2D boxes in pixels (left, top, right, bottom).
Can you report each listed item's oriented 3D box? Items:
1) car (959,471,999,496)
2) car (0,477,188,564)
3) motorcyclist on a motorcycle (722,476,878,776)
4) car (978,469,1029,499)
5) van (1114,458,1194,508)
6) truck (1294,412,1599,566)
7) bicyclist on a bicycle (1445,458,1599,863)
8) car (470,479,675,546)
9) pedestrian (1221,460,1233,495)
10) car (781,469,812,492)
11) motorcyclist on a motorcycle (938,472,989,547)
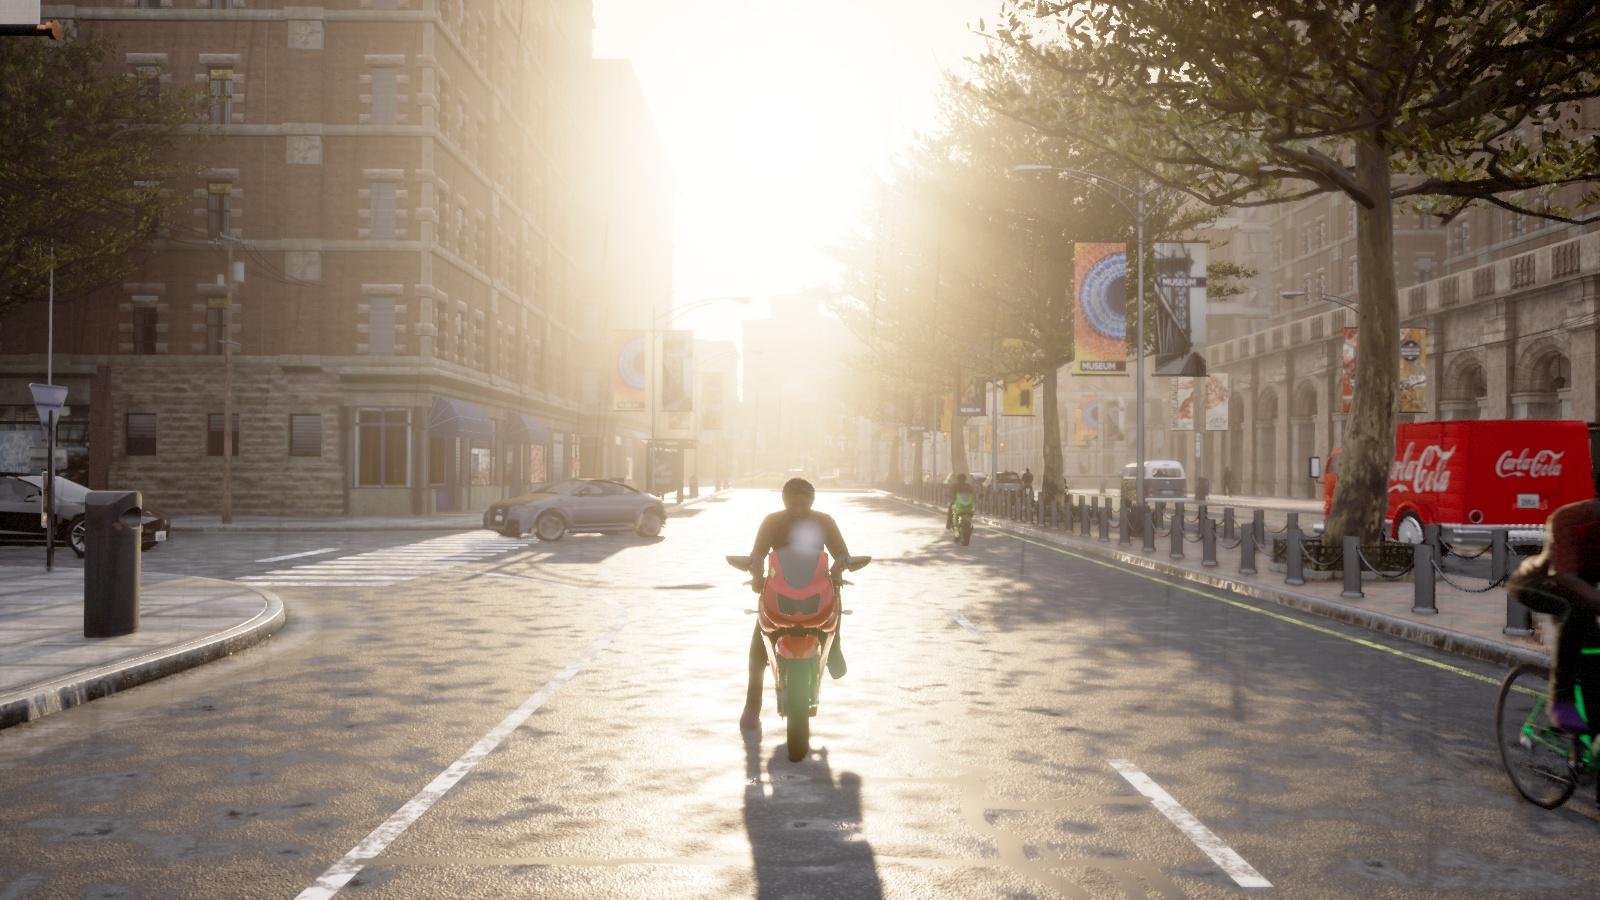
[{"bbox_3d":[11.291,2.105,79.474,1.837,1.490,4.892,0,-1,0],"label":"car"},{"bbox_3d":[-14.050,1.253,22.836,4.792,1.488,2.163,0,-1,-1],"label":"car"},{"bbox_3d":[-0.005,0.922,7.471,0.797,1.523,2.044,0,-1,0],"label":"motorcyclist on a motorcycle"},{"bbox_3d":[11.311,1.873,70.087,2.033,1.649,4.856,0,-1,0],"label":"car"},{"bbox_3d":[14.860,1.366,52.978,2.069,2.038,4.480,0,-1,0],"label":"van"},{"bbox_3d":[11.513,0.664,22.825,2.627,2.467,5.204,0,-1,-5],"label":"truck"},{"bbox_3d":[3.485,0.844,5.369,0.582,1.620,1.656,0,-1,0],"label":"bicyclist on a bicycle"},{"bbox_3d":[-5.148,1.380,28.725,4.181,1.385,1.994,1,-1,-42],"label":"car"},{"bbox_3d":[24.247,1.569,71.311,0.423,1.949,0.788,0,-1,0],"label":"pedestrian"},{"bbox_3d":[-0.255,2.226,93.482,2.242,1.667,4.611,0,-1,0],"label":"car"},{"bbox_3d":[3.430,1.228,26.550,0.797,1.523,2.044,0,-1,0],"label":"motorcyclist on a motorcycle"}]
